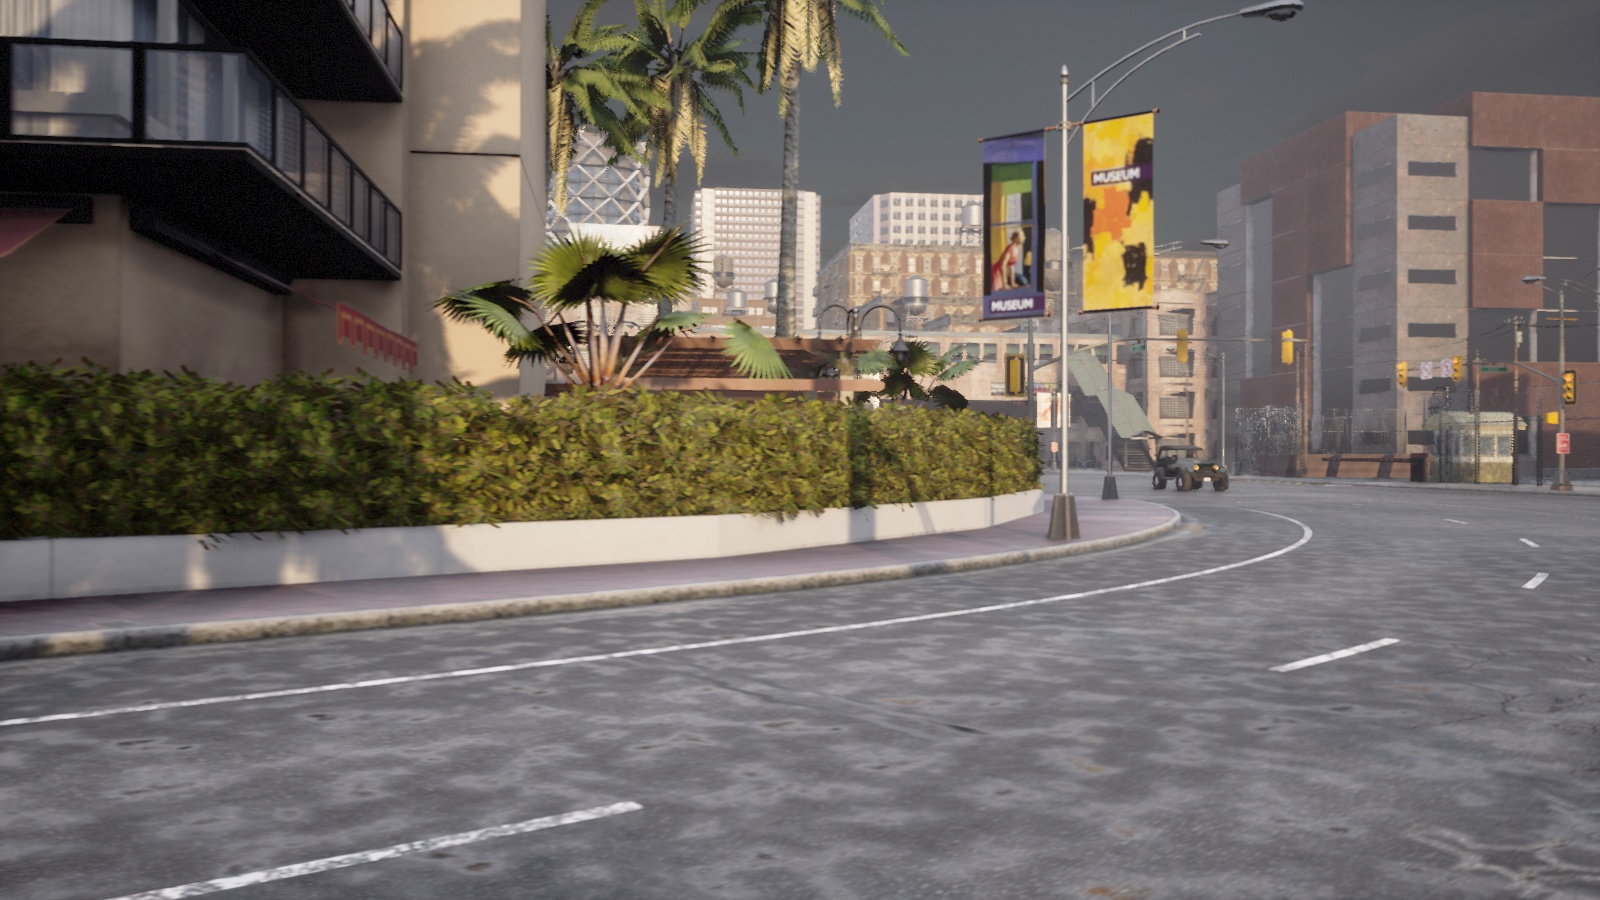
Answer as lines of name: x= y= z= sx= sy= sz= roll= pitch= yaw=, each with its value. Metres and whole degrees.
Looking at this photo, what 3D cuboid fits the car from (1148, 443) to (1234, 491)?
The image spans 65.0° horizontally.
car: x=15.955 y=0.659 z=51.409 sx=1.905 sy=1.878 sz=3.866 roll=0 pitch=0 yaw=-7
